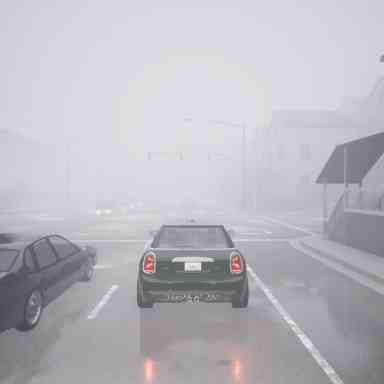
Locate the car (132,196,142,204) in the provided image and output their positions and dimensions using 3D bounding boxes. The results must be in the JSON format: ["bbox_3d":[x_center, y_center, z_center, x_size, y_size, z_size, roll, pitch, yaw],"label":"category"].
[{"bbox_3d":[-11.198,1.491,61.897,2.128,1.511,4.902,0,0,0],"label":"car"}]

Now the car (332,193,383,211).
[{"bbox_3d":[14.110,0.954,27.907,4.674,1.442,1.812,-15,0,-2],"label":"car"}]

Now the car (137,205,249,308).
[{"bbox_3d":[0.003,1.352,8.080,2.097,1.767,4.553,0,0,0],"label":"car"}]

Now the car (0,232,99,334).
[{"bbox_3d":[-3.488,1.547,6.798,2.033,1.411,5.357,0,0,0],"label":"car"}]

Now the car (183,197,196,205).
[{"bbox_3d":[-0.439,1.525,51.255,1.812,1.442,4.674,0,0,0],"label":"car"}]

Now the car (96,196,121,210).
[{"bbox_3d":[-11.042,1.564,43.173,1.994,1.385,4.181,0,0,-1],"label":"car"}]

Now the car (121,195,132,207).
[{"bbox_3d":[-11.125,1.352,51.828,2.097,1.767,4.553,0,0,-1],"label":"car"}]

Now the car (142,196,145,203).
[{"bbox_3d":[-11.244,1.521,72.170,2.128,1.511,4.902,0,0,-1],"label":"car"}]
